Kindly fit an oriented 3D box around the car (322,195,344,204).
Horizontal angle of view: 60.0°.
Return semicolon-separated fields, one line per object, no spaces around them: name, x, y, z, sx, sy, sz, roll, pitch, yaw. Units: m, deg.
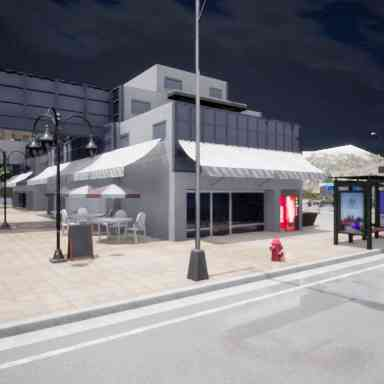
car;28.404;1.488;66.928;4.514;1.523;2.007;0;0;-36

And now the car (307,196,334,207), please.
car;19.131;1.344;48.810;5.027;1.636;2.152;0;0;-36
